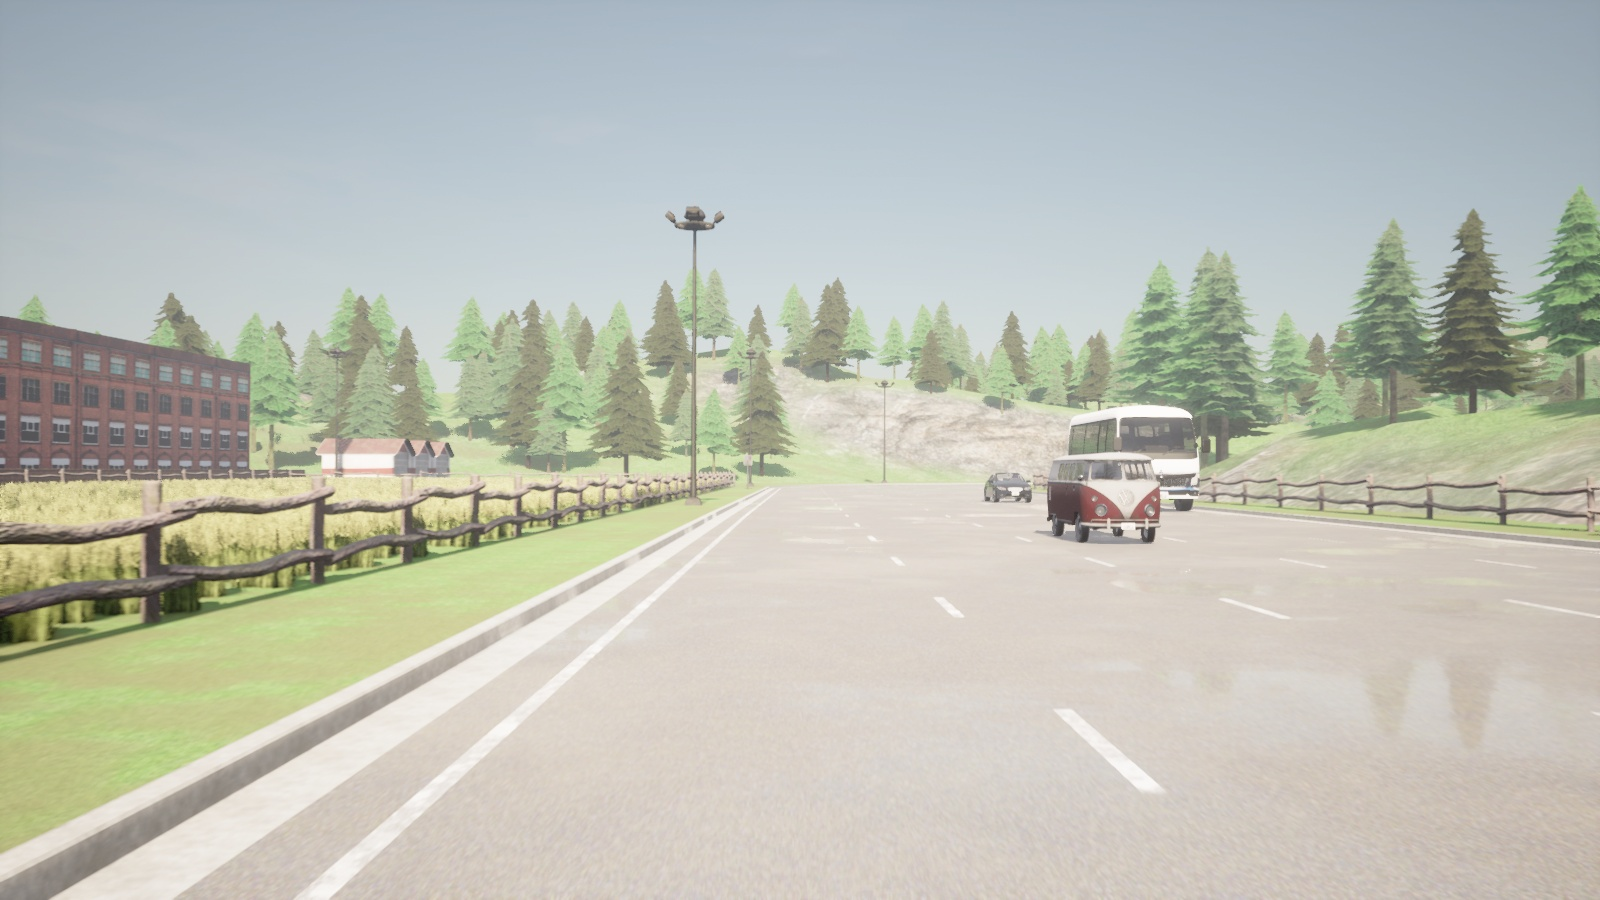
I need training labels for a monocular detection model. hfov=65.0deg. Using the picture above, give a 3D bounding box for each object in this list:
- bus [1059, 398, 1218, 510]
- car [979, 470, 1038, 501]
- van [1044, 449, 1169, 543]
[{"bbox_3d":[13.912,0.241,52.837,3.944,4.253,10.273,0,-1,0],"label":"bus"},{"bbox_3d":[10.439,1.755,63.169,2.128,1.511,4.902,0,-1,0],"label":"car"},{"bbox_3d":[6.929,1.008,28.838,1.775,1.987,4.442,0,-1,0],"label":"van"}]
